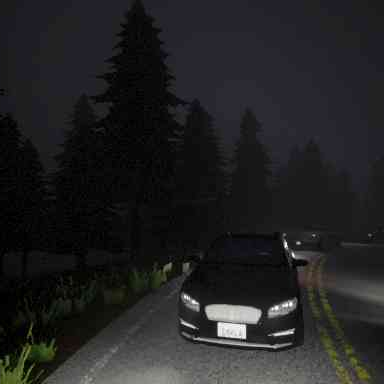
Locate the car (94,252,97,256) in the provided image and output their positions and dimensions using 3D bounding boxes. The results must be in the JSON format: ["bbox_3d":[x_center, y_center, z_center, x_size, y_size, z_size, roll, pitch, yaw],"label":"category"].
[{"bbox_3d":[-20.230,13.650,72.990,4.181,1.381,1.994,-2,-5,31],"label":"car"}]

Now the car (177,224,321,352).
[{"bbox_3d":[1.137,1.562,6.611,2.128,1.511,4.902,-1,-2,15],"label":"car"}]

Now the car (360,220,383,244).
[{"bbox_3d":[15.874,3.227,26.466,5.566,2.045,2.150,8,-8,-28],"label":"car"}]

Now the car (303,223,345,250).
[{"bbox_3d":[6.515,2.309,17.710,1.895,1.301,4.718,-3,-6,39],"label":"car"}]
